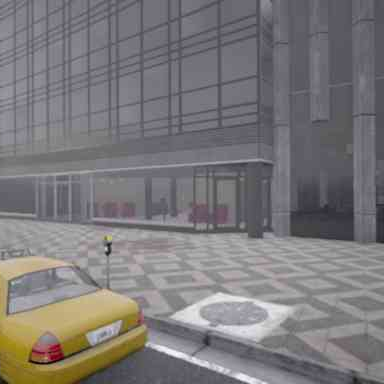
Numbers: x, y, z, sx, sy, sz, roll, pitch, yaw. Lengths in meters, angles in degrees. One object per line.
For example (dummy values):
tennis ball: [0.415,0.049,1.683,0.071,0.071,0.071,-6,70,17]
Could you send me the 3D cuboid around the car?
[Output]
car: [-2.835,1.551,5.108,4.829,1.417,1.752,0,0,37]
